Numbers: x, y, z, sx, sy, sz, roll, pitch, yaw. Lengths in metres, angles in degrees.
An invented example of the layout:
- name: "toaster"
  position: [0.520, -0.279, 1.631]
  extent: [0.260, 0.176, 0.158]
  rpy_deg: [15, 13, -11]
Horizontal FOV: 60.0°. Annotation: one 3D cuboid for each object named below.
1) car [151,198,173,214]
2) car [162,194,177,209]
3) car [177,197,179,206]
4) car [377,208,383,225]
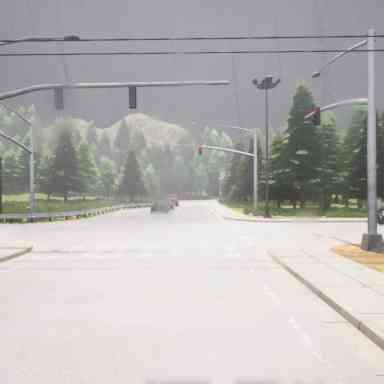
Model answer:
- name: "car"
  position: [-3.549, 1.718, 37.646]
  extent: [1.895, 1.301, 4.718]
  rpy_deg: [0, 0, 0]
- name: "car"
  position: [-3.526, 1.487, 44.768]
  extent: [2.097, 1.767, 4.553]
  rpy_deg: [0, 0, 0]
- name: "car"
  position: [-3.435, 1.386, 55.779]
  extent: [2.150, 2.045, 5.566]
  rpy_deg: [0, 0, 1]
- name: "car"
  position: [14.380, 1.362, 22.109]
  extent: [4.553, 1.767, 2.097]
  rpy_deg: [0, 0, 1]
